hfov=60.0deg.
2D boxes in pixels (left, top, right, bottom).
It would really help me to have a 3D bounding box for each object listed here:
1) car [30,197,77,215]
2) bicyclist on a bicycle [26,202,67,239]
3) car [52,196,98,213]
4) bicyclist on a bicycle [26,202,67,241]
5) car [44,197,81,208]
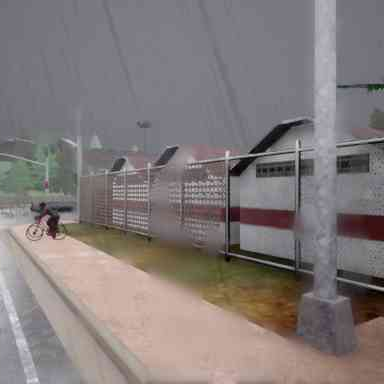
[{"bbox_3d":[-13.272,1.493,32.870,4.902,1.511,2.128,0,0,-35],"label":"car"},{"bbox_3d":[-6.794,1.302,15.583,1.656,1.620,0.582,0,0,-39],"label":"bicyclist on a bicycle"},{"bbox_3d":[-13.082,1.351,37.267,4.553,1.767,2.097,0,0,-35],"label":"car"},{"bbox_3d":[-6.278,1.301,14.363,1.656,1.620,0.582,0,0,-14],"label":"bicyclist on a bicycle"},{"bbox_3d":[-19.508,1.505,50.096,4.892,1.490,1.837,0,0,-35],"label":"car"}]
